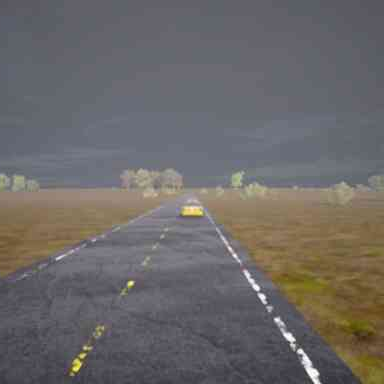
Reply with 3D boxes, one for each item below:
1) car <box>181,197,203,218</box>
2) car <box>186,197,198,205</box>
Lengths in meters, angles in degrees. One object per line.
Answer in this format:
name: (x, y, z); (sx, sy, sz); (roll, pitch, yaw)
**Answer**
car: (0.037, 1.423, 29.217); (1.801, 1.575, 5.366); (0, 0, 1)
car: (0.020, 1.535, 57.792); (1.895, 1.301, 4.718); (0, 0, 0)
